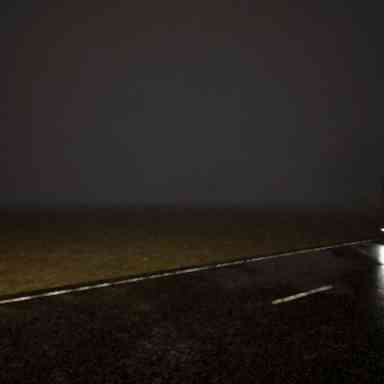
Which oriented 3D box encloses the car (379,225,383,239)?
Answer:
[{"bbox_3d":[10.780,1.549,15.354,5.357,1.411,2.033,0,0,-35],"label":"car"}]
